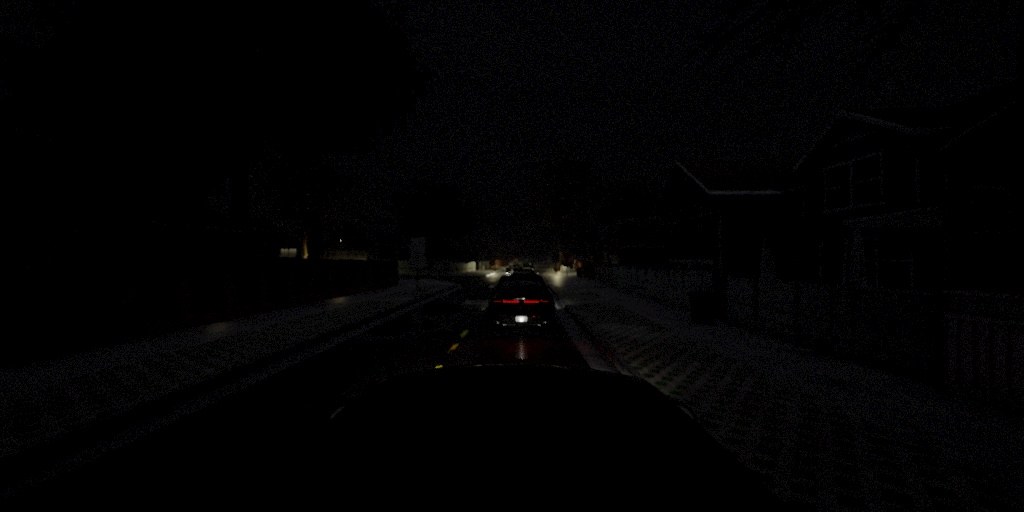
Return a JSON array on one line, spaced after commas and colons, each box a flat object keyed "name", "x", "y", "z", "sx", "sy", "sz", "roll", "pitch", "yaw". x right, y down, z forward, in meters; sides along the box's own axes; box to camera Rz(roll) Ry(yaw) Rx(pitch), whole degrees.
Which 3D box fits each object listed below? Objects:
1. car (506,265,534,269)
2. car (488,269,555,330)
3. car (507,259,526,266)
[{"name": "car", "x": 0.722, "y": 1.476, "z": 21.855, "sx": 1.994, "sy": 1.385, "sz": 4.181, "roll": 0, "pitch": 0, "yaw": 4}, {"name": "car", "x": 0.305, "y": 1.335, "z": 11.466, "sx": 1.837, "sy": 1.490, "sz": 4.892, "roll": 0, "pitch": 0, "yaw": 2}, {"name": "car", "x": 0.275, "y": 1.547, "z": 50.325, "sx": 2.128, "sy": 1.511, "sz": 4.902, "roll": 0, "pitch": 0, "yaw": 7}]
